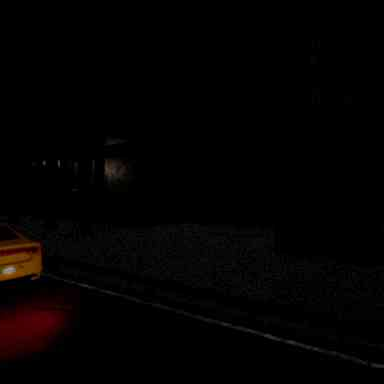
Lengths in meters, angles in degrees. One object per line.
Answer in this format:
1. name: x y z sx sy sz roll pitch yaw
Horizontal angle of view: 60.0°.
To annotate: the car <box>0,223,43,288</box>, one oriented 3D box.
1. car: -5.724 1.457 8.320 5.008 1.535 1.882 0 0 37
